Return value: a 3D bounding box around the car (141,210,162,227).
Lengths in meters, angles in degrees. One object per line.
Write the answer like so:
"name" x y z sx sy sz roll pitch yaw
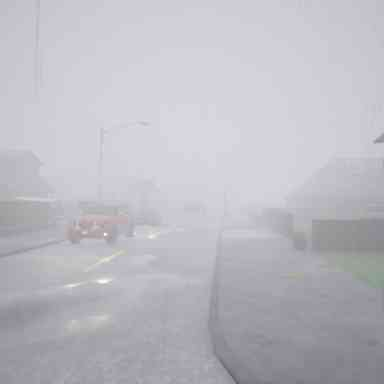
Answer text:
"car" -3.778 2.179 28.212 1.994 1.385 4.181 0 -1 5

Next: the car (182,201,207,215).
"car" 0.359 2.383 51.414 2.150 2.045 5.566 1 -1 -22

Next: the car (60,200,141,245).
"car" -4.727 1.606 18.249 2.150 2.045 5.566 0 -1 6
